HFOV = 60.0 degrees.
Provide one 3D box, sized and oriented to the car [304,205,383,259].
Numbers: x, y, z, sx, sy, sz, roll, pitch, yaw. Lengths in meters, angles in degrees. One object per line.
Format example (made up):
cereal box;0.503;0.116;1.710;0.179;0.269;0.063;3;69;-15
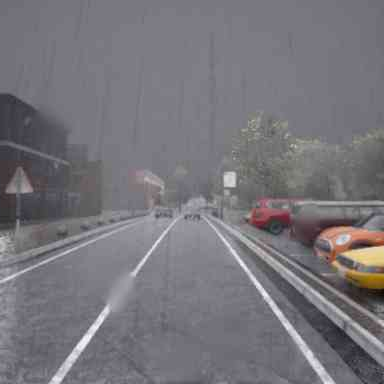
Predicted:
car;6.315;1.414;10.610;4.553;1.767;2.185;0;-1;0

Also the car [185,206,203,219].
car;0.026;2.614;41.433;1.895;1.301;4.718;0;-3;-1

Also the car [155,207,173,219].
car;-3.327;2.533;40.456;1.994;1.385;4.181;0;-3;0

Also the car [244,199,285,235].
car;6.245;1.433;19.840;5.566;2.045;2.435;0;-1;0

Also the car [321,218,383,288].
car;6.118;1.509;7.690;5.366;1.575;1.946;0;-1;0

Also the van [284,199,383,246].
van;6.380;1.355;13.649;4.442;1.987;1.878;0;-1;0

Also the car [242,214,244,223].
car;6.189;1.750;22.751;5.008;1.535;2.097;0;-1;-1
